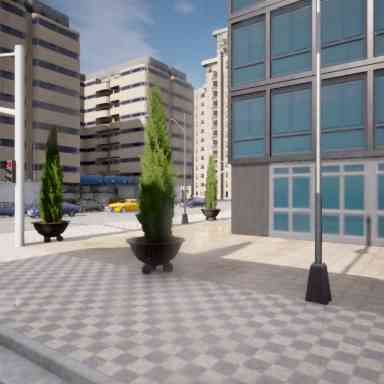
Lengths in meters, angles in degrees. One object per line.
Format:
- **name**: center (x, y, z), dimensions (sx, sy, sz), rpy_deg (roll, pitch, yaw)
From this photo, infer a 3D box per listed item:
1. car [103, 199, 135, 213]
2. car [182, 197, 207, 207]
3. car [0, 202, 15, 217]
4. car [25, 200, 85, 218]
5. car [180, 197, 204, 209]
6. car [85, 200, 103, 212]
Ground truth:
- **car**: center (-7.216, 1.533, 37.794), dimensions (1.882, 1.535, 5.008), rpy_deg (0, 0, 35)
- **car**: center (0.427, 1.582, 54.561), dimensions (1.812, 1.442, 4.674), rpy_deg (0, 1, 36)
- **car**: center (-17.191, 1.603, 29.760), dimensions (2.033, 1.411, 5.357), rpy_deg (0, 0, 35)
- **car**: center (-12.535, 1.581, 30.244), dimensions (1.812, 1.442, 4.674), rpy_deg (0, 0, 35)
- **car**: center (0.074, 1.581, 48.063), dimensions (1.812, 1.442, 4.674), rpy_deg (0, 0, 35)
- **car**: center (-11.859, 1.619, 37.292), dimensions (1.994, 1.385, 4.181), rpy_deg (0, 0, 35)
